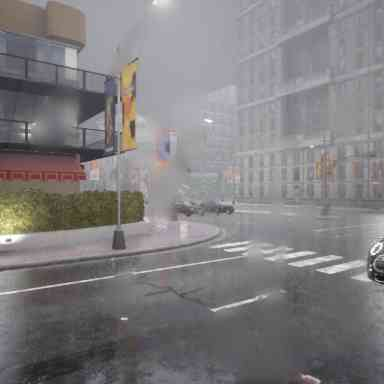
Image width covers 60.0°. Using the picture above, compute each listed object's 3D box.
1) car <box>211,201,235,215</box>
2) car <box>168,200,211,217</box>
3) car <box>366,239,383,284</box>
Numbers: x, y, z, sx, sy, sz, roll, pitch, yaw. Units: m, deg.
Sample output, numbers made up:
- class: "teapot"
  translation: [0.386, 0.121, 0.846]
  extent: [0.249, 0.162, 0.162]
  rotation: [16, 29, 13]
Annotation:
- class: "car"
  translation: [2.251, 1.601, 34.143]
  extent: [1.895, 1.301, 4.718]
  rotation: [0, 0, -35]
- class: "car"
  translation: [-0.598, 1.526, 32.112]
  extent: [1.812, 1.442, 4.674]
  rotation: [0, 0, -35]
- class: "car"
  translation: [6.400, 1.352, 8.238]
  extent: [4.553, 1.767, 2.097]
  rotation: [0, 0, -32]
